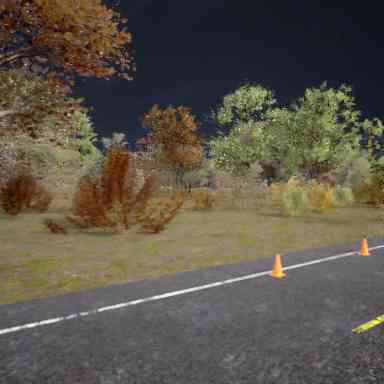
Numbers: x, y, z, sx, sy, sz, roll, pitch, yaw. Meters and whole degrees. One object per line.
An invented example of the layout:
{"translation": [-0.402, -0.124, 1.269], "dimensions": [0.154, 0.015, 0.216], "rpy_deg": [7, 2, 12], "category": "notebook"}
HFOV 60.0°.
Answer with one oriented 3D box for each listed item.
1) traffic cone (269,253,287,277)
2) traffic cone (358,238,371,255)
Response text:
{"translation": [2.354, 1.978, 9.101], "dimensions": [0.340, 0.580, 0.340], "rpy_deg": [0, 0, -37], "category": "traffic cone"}
{"translation": [6.300, 1.970, 12.133], "dimensions": [0.340, 0.580, 0.340], "rpy_deg": [0, 0, -38], "category": "traffic cone"}
